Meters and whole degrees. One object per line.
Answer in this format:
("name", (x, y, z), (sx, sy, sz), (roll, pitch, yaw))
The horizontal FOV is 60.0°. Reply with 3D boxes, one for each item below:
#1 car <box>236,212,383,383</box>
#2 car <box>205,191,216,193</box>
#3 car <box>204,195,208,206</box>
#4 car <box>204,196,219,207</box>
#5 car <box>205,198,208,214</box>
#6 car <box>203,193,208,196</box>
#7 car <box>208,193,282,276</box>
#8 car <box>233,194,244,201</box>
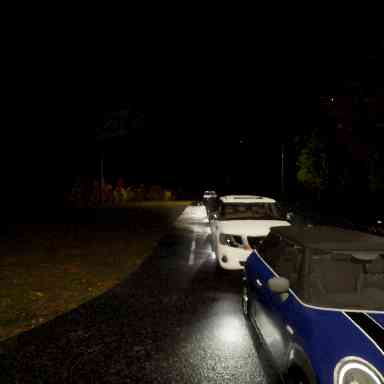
("car", (1.941, 1.338, 4.126), (2.097, 1.767, 4.553), (0, 0, 0))
("car", (2.967, 0.943, 54.407), (2.150, 2.045, 5.566), (0, 0, 3))
("car", (2.226, 1.324, 29.312), (1.882, 1.535, 5.008), (0, 0, 2))
("car", (2.763, 1.319, 47.974), (1.994, 1.385, 4.181), (0, 0, 3))
("car", (2.063, 1.382, 23.059), (1.837, 1.490, 4.892), (0, 0, 2))
("car", (2.561, 1.278, 41.566), (2.128, 1.511, 4.902), (0, 0, 2))
("car", (1.745, 1.161, 10.472), (2.150, 2.045, 5.566), (0, 0, 1))
("car", (10.407, 1.168, 74.415), (1.994, 1.385, 4.181), (0, 0, 1))
